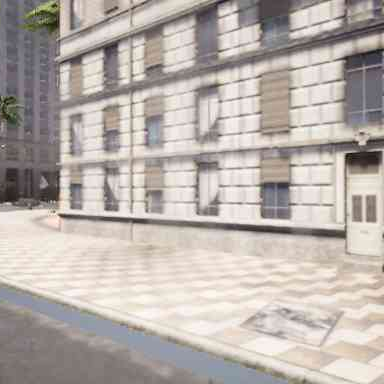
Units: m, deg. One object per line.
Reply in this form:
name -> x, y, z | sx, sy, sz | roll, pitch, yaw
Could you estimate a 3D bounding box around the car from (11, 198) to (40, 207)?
car -> -26.486, 1.688, 52.914 | 1.994, 1.385, 4.181 | 0, 0, 29
